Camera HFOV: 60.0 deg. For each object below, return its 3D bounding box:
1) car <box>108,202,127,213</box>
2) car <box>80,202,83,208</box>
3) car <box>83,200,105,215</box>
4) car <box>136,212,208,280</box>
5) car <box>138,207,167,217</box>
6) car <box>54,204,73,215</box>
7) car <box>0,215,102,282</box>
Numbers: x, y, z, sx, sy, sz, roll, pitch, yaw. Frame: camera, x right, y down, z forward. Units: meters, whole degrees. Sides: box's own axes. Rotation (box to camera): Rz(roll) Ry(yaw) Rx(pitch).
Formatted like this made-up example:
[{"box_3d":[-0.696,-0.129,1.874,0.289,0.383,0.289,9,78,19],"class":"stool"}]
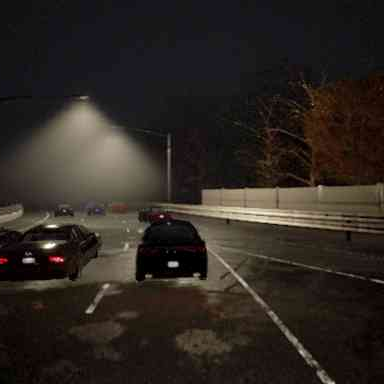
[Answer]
[{"box_3d":[-10.326,2.071,45.765,1.882,1.535,5.008,0,-1,-24],"class":"car"},{"box_3d":[-19.287,2.282,61.705,1.882,1.535,5.008,1,-1,-34],"class":"car"},{"box_3d":[-11.801,2.004,40.397,1.882,1.535,5.008,0,-1,-22],"class":"car"},{"box_3d":[-0.681,1.613,10.456,1.882,1.535,5.008,0,-1,-5],"class":"car"},{"box_3d":[-3.180,1.923,27.917,1.994,1.385,4.181,0,-1,-23],"class":"car"},{"box_3d":[-14.734,2.067,38.278,1.994,1.385,4.181,0,-1,-22],"class":"car"},{"box_3d":[-4.101,1.680,10.300,2.033,1.411,5.357,0,-1,-6],"class":"car"}]
